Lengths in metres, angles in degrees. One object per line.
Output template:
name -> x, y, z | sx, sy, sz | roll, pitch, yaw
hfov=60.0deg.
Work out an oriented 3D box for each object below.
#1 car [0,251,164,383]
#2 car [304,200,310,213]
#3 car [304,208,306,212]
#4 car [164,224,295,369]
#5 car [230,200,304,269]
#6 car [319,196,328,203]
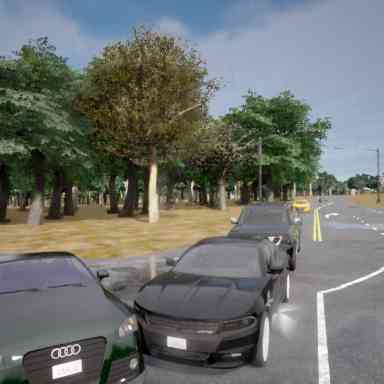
car -> -2.323, 1.643, 5.002 | 1.994, 1.385, 4.181 | 2, -2, -33
car -> 13.120, 1.700, 39.943 | 1.882, 1.535, 5.008 | -1, 0, 21
car -> 5.043, 1.775, 18.359 | 1.895, 1.301, 4.718 | -1, 0, 21
car -> 0.720, 1.614, 6.306 | 1.882, 1.535, 5.008 | -1, -2, 21
car -> 2.828, 1.460, 12.451 | 2.150, 2.045, 5.566 | -2, 0, 20
car -> 29.894, 1.660, 75.661 | 1.812, 1.442, 4.674 | -1, 0, 24
